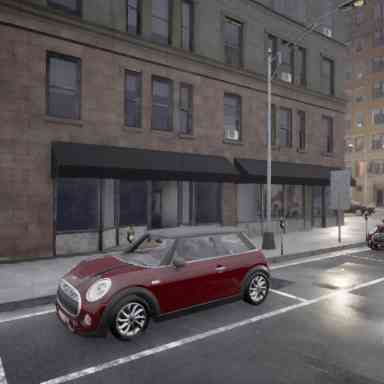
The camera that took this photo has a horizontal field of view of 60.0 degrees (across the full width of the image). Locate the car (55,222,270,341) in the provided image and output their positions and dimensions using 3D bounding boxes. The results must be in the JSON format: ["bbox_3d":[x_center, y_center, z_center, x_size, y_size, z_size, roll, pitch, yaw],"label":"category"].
[{"bbox_3d":[-0.429,1.441,6.441,4.097,1.590,1.967,0,0,-35],"label":"car"}]

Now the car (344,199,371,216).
[{"bbox_3d":[14.742,1.404,31.710,1.882,1.535,5.008,1,0,-37],"label":"car"}]

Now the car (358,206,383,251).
[{"bbox_3d":[8.530,1.445,12.801,4.097,1.590,1.967,0,0,-35],"label":"car"}]
